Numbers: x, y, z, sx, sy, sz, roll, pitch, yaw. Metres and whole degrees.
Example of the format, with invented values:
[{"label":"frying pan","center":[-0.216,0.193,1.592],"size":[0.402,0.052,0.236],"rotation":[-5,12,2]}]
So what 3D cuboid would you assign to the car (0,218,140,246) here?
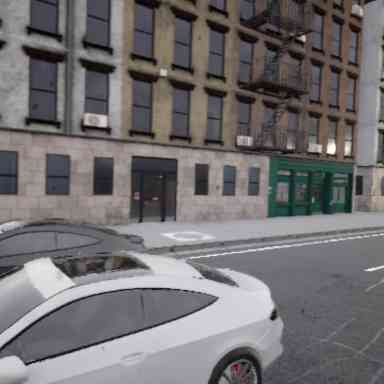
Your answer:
[{"label":"car","center":[-2.959,1.213,5.739],"size":[4.674,1.442,1.812],"rotation":[1,2,-34]}]

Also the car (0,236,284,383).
[{"label":"car","center":[-1.147,1.365,3.045],"size":[4.674,1.442,1.812],"rotation":[1,2,-34]}]
